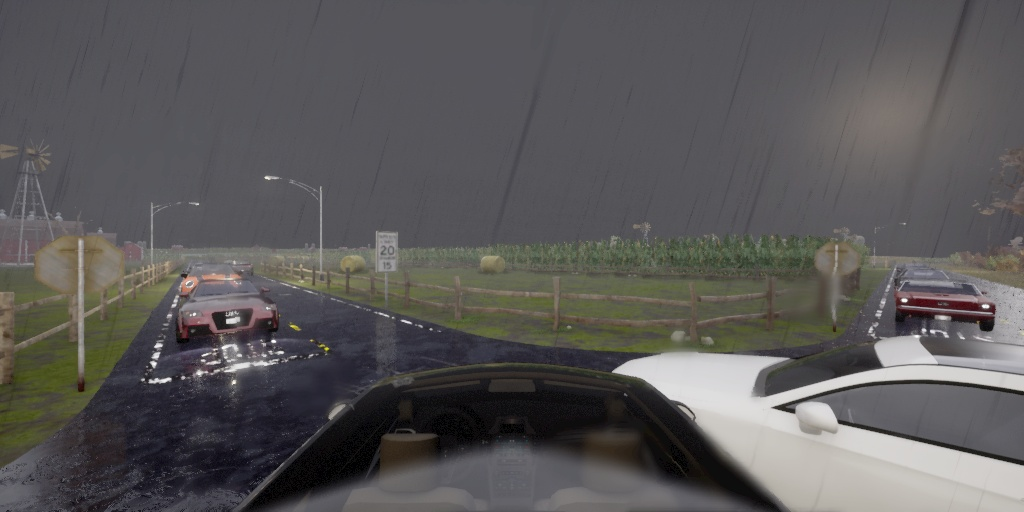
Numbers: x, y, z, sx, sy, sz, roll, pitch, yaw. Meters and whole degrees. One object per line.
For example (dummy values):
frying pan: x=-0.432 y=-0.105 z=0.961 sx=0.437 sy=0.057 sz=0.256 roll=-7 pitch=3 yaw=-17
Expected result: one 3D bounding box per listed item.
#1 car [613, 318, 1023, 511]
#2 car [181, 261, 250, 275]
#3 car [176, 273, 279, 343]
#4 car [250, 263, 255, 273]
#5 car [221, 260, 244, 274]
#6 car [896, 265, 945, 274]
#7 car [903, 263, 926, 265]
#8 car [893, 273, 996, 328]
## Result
car: x=2.840 y=1.294 z=2.360 sx=1.812 sy=1.442 sz=4.674 roll=0 pitch=1 yaw=-44
car: x=-13.702 y=1.137 z=16.446 sx=2.097 sy=1.767 sz=4.553 roll=0 pitch=0 yaw=-42
car: x=-7.932 y=1.353 z=9.957 sx=1.994 sy=1.385 sz=4.181 roll=0 pitch=0 yaw=-42
car: x=-26.950 y=1.276 z=35.687 sx=2.128 sy=1.511 sz=4.902 roll=0 pitch=0 yaw=-41
car: x=-33.664 y=1.296 z=43.151 sx=1.837 sy=1.490 sz=4.892 roll=0 pitch=0 yaw=-41
car: x=20.611 y=1.358 z=17.970 sx=5.357 sy=1.411 sz=2.033 roll=0 pitch=1 yaw=-43
car: x=27.371 y=1.394 z=24.218 sx=4.181 sy=1.385 sz=1.994 roll=0 pitch=1 yaw=-43
car: x=13.528 y=1.395 z=11.413 sx=4.718 sy=1.301 sz=1.895 roll=0 pitch=1 yaw=-43
